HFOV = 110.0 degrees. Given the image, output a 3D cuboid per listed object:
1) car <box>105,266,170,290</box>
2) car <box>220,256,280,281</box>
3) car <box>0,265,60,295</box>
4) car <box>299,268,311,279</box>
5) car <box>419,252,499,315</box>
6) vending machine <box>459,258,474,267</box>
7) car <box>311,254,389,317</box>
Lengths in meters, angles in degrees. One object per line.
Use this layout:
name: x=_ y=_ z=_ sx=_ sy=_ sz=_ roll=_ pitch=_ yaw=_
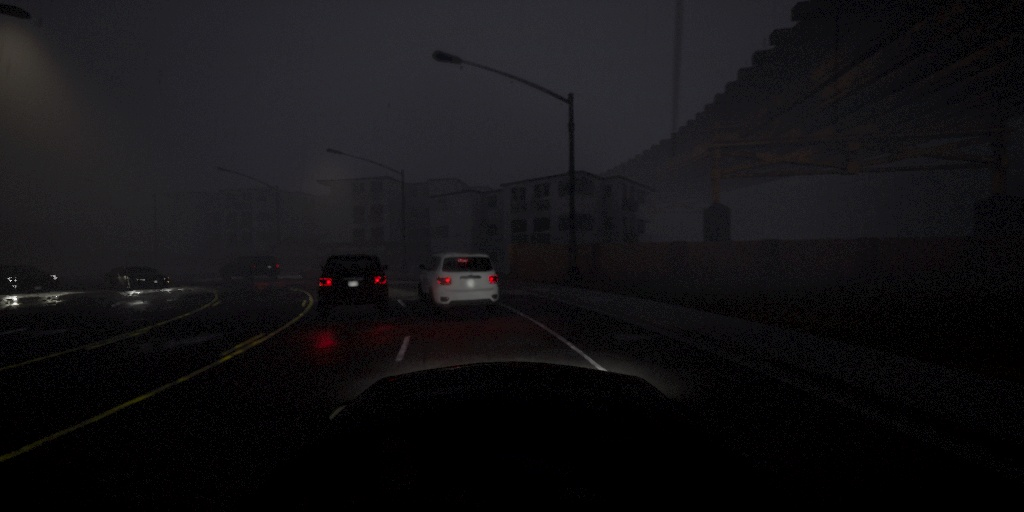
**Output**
car: x=-24.747 y=1.399 z=23.672 sx=4.892 sy=1.490 sz=1.837 roll=0 pitch=0 yaw=24
car: x=-22.260 y=1.017 z=30.505 sx=5.566 sy=2.045 sz=2.150 roll=-1 pitch=0 yaw=26
car: x=-30.275 y=1.341 z=21.884 sx=4.553 sy=1.767 sz=2.097 roll=-1 pitch=1 yaw=16
car: x=-16.508 y=1.308 z=31.281 sx=4.718 sy=1.301 sz=1.895 roll=0 pitch=1 yaw=33
car: x=-2.178 y=0.891 z=13.561 sx=2.150 sy=2.045 sz=5.566 roll=-1 pitch=0 yaw=-20
vending machine: x=-3.451 y=0.754 z=27.466 sx=1.100 sy=2.100 sz=0.880 roll=0 pitch=0 yaw=-39
car: x=-5.900 y=0.944 z=13.549 sx=2.150 sy=2.045 sz=5.566 roll=-1 pitch=0 yaw=-22
